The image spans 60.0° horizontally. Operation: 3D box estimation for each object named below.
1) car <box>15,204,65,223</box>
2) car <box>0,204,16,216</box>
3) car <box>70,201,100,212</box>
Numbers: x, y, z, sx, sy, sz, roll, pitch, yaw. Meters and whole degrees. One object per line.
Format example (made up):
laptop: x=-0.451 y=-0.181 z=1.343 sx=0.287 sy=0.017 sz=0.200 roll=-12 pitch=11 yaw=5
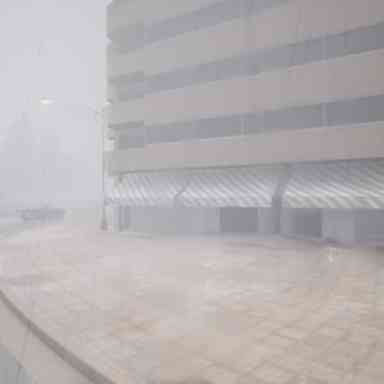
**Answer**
car: x=-12.994 y=1.804 z=29.349 sx=1.882 sy=1.535 sz=5.008 roll=-1 pitch=0 yaw=4
car: x=-21.906 y=2.065 z=38.889 sx=1.895 sy=1.301 sz=4.718 roll=-1 pitch=0 yaw=18
car: x=-14.905 y=2.006 z=46.603 sx=1.812 sy=1.442 sz=4.674 roll=-1 pitch=-1 yaw=27
